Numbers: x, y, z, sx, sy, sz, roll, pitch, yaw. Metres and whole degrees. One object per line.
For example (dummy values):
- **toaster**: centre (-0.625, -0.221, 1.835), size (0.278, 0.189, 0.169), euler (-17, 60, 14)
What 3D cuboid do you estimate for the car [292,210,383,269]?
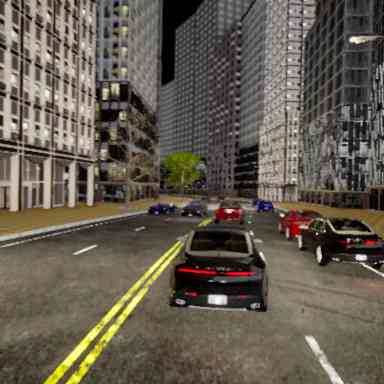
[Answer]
- **car**: centre (5.124, 1.645, 11.953), size (1.837, 1.490, 4.892), euler (1, 0, 6)

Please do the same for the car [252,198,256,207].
- **car**: centre (11.704, 1.855, 59.104), size (1.812, 1.442, 4.674), euler (1, 0, 6)

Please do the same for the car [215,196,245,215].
- **car**: centre (3.026, 1.450, 25.930), size (2.097, 1.767, 4.553), euler (2, 0, 9)

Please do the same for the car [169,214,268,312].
- **car**: centre (0.633, 1.528, 7.869), size (1.837, 1.490, 4.892), euler (1, 0, 5)

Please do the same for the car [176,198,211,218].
- **car**: centre (0.340, 1.576, 30.754), size (2.033, 1.411, 5.357), euler (2, 0, 11)

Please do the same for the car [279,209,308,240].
- **car**: centre (5.849, 1.642, 17.762), size (1.882, 1.535, 5.008), euler (1, 0, 8)

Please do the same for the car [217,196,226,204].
- **car**: centre (6.347, 1.676, 72.107), size (1.837, 1.490, 4.892), euler (1, 0, 3)

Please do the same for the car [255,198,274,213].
- **car**: centre (9.148, 1.742, 41.323), size (1.882, 1.535, 5.008), euler (2, 0, 12)

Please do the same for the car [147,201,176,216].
- **car**: centre (-2.745, 1.548, 31.930), size (1.895, 1.301, 4.718), euler (2, 0, 11)

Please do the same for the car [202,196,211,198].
- **car**: centre (3.139, 1.590, 73.066), size (1.994, 1.385, 4.181), euler (1, 0, 3)
